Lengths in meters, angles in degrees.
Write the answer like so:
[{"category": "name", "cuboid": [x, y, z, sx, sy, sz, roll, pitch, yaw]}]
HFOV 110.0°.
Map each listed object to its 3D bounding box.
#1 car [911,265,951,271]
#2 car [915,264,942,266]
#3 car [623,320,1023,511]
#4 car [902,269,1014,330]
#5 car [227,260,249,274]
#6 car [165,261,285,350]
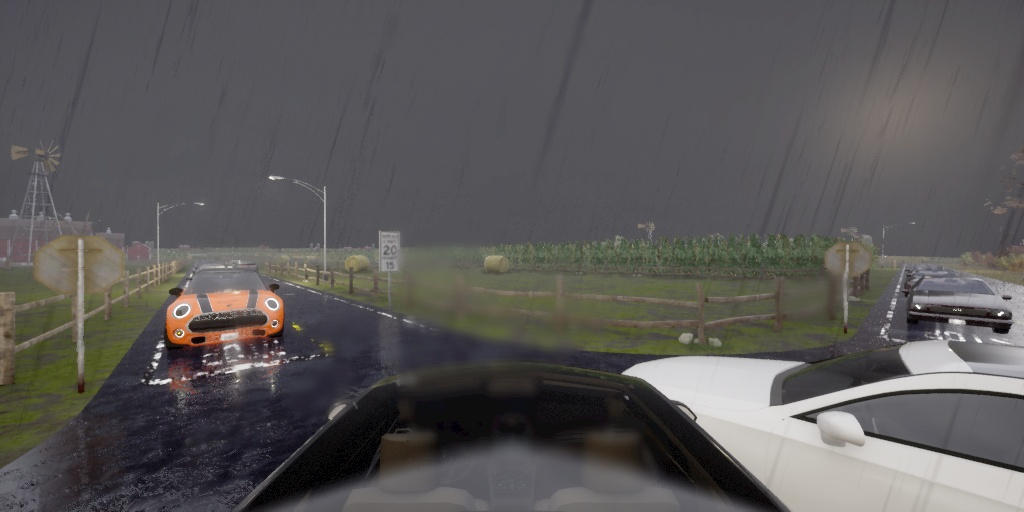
[{"category": "car", "cuboid": [21.050, 1.361, 17.870, 4.181, 1.385, 1.994, 0, 1, -43]}, {"category": "car", "cuboid": [28.690, 1.305, 24.777, 4.902, 1.511, 2.128, 0, 1, -42]}, {"category": "car", "cuboid": [2.861, 1.293, 2.215, 1.812, 1.442, 4.674, 0, 1, -43]}, {"category": "car", "cuboid": [13.642, 1.333, 11.163, 5.357, 1.411, 2.033, 0, 1, -42]}, {"category": "car", "cuboid": [-33.211, 1.269, 43.389, 1.837, 1.490, 4.892, 0, 0, -41]}, {"category": "car", "cuboid": [-7.466, 1.137, 9.427, 2.097, 1.767, 4.553, 0, 0, -39]}]
